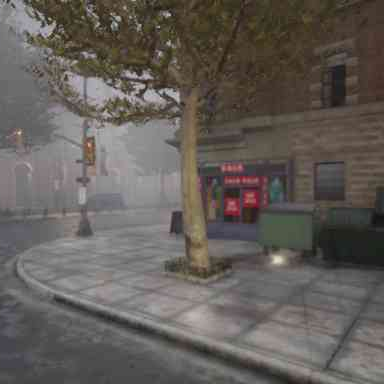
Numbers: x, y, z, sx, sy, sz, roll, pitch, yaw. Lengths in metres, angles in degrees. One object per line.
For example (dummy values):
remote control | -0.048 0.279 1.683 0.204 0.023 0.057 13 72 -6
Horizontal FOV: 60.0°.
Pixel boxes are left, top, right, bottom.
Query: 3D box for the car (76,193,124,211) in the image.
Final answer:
car | -10.218 1.094 37.550 2.150 2.045 5.566 0 0 36
